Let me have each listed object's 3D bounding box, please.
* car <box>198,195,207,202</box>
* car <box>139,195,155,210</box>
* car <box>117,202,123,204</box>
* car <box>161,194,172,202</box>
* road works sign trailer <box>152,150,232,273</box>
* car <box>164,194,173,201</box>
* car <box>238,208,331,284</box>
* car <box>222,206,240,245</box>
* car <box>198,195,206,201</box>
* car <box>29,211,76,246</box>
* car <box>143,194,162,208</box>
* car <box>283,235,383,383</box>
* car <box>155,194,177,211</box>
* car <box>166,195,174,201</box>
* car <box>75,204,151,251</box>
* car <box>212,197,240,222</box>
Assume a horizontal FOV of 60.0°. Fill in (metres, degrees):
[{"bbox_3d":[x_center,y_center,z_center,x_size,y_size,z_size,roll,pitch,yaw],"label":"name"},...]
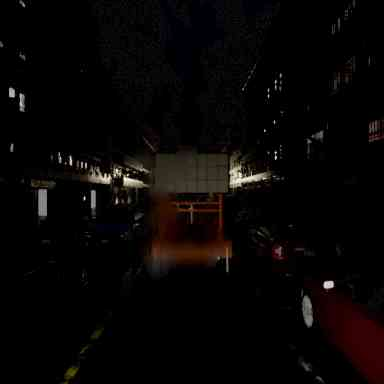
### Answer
[{"bbox_3d":[2.604,1.503,77.346,1.752,1.417,4.829,0,0,0],"label":"car"},{"bbox_3d":[-5.737,1.432,43.353,1.967,1.590,4.097,0,0,0],"label":"car"},{"bbox_3d":[-5.718,1.523,26.272,1.752,1.417,4.829,0,0,0],"label":"car"},{"bbox_3d":[-5.775,1.293,77.171,2.192,1.841,5.009,0,0,0],"label":"car"},{"bbox_3d":[-0.011,0.464,10.669,2.380,3.560,2.880,0,0,0],"label":"road works sign trailer"},{"bbox_3d":[-5.782,1.415,82.806,1.967,1.590,4.097,0,0,0],"label":"car"},{"bbox_3d":[2.682,1.440,9.540,1.967,1.590,4.097,0,0,0],"label":"car"},{"bbox_3d":[2.676,1.550,15.176,2.008,1.369,4.403,0,0,0],"label":"car"},{"bbox_3d":[2.592,1.516,88.449,1.887,1.381,4.507,0,0,0],"label":"car"},{"bbox_3d":[-5.705,1.565,15.169,1.947,1.339,4.313,0,0,0],"label":"car"},{"bbox_3d":[-5.743,1.305,48.989,2.192,1.841,5.009,0,0,0],"label":"car"},{"bbox_3d":[2.689,1.545,3.903,1.887,1.381,4.507,0,0,0],"label":"car"},{"bbox_3d":[-3.046,1.214,41.946,2.150,2.045,5.566,0,0,0],"label":"car"},{"bbox_3d":[-5.788,1.516,88.444,1.887,1.381,4.507,0,0,0],"label":"car"},{"bbox_3d":[-3.116,1.477,14.325,1.882,1.535,5.008,0,0,0],"label":"car"},{"bbox_3d":[2.664,1.312,26.449,2.192,1.841,5.009,0,0,0],"label":"car"}]
